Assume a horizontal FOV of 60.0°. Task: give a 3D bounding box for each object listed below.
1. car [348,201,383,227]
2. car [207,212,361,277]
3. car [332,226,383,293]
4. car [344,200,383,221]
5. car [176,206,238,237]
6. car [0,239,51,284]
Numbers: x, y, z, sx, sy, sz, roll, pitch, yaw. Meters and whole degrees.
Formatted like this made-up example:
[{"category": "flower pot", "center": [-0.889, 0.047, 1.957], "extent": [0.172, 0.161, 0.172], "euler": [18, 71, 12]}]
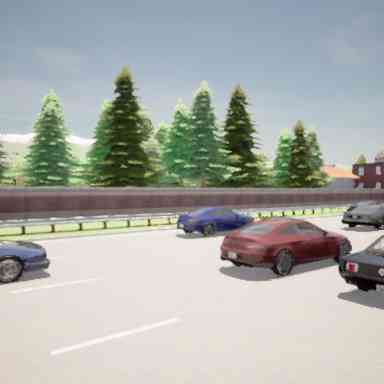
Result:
[{"category": "car", "center": [11.330, 1.479, 20.424], "extent": [5.357, 1.411, 2.033], "euler": [0, 0, -35]}, {"category": "car", "center": [2.943, 1.499, 10.142], "extent": [4.674, 1.442, 1.812], "euler": [0, 0, -35]}, {"category": "car", "center": [5.499, 1.572, 7.668], "extent": [4.718, 1.301, 1.895], "euler": [0, 0, -35]}, {"category": "car", "center": [14.473, 1.436, 26.964], "extent": [4.674, 1.442, 1.812], "euler": [0, 0, -36]}, {"category": "car", "center": [1.365, 1.489, 17.616], "extent": [4.674, 1.442, 1.812], "euler": [0, 0, -36]}, {"category": "car", "center": [-6.317, 1.550, 7.839], "extent": [5.357, 1.411, 2.033], "euler": [0, 0, -35]}]
